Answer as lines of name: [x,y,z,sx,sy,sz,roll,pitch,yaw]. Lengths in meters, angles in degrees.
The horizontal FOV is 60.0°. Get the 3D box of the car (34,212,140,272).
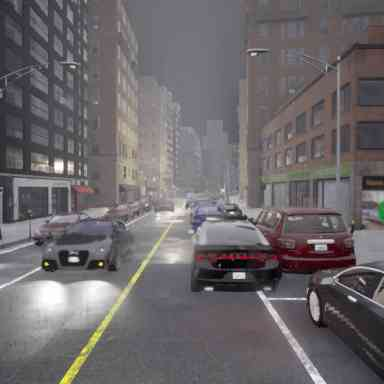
car: [-3.074,1.562,10.628,1.994,1.385,4.181,0,0,0]

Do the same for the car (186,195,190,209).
car: [0.136,1.540,44.864,1.994,1.385,4.181,0,0,0]

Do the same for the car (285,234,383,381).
car: [2.861,1.550,4.262,2.008,1.369,4.403,-1,0,0]

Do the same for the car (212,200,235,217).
car: [2.928,1.513,31.963,1.752,1.417,4.829,-1,0,0]

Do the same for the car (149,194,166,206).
car: [-5.546,1.281,53.834,2.192,1.841,5.009,-1,0,0]

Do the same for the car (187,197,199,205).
car: [0.140,1.562,57.022,1.895,1.301,4.718,0,0,0]

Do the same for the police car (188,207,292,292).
police car: [0.922,1.423,9.056,1.930,1.638,5.238,0,0,0]

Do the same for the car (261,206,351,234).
car: [2.872,1.313,9.768,2.192,1.841,5.009,-1,0,0]

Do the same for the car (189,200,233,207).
car: [0.946,1.473,18.947,1.882,1.535,5.008,0,0,0]

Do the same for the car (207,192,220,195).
car: [5.974,1.452,92.640,1.947,1.339,4.313,0,0,9]

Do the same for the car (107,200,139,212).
car: [-5.611,1.574,26.295,1.802,1.307,4.206,-1,0,0]

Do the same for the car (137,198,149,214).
car: [-5.597,1.570,31.803,1.802,1.307,4.206,-1,0,0]

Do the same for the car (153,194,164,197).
car: [-5.560,1.287,48.326,2.192,1.841,5.009,-1,0,0]

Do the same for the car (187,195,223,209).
car: [0.900,1.344,24.917,2.097,1.767,4.553,0,0,0]

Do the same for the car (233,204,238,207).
car: [2.914,1.557,26.287,1.947,1.339,4.313,-1,0,0]

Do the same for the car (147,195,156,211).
car: [-5.585,1.424,37.310,1.967,1.590,4.097,-1,0,0]

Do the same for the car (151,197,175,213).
car: [-2.913,1.548,35.892,1.994,1.385,4.181,0,0,0]

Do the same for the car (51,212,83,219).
car: [-5.637,1.579,15.280,1.802,1.307,4.206,-1,0,0]
